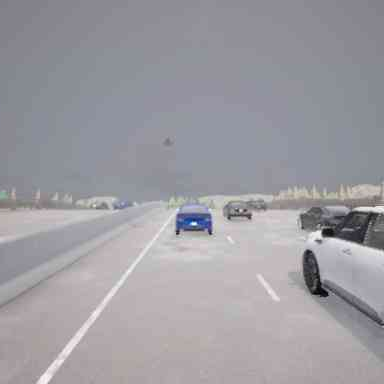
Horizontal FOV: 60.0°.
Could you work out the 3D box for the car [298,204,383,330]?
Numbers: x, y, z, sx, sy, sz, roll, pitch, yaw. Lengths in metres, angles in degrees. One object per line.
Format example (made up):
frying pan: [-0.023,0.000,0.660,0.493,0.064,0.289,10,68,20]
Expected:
car: [3.601,1.196,5.355,2.150,2.045,5.566,0,0,0]

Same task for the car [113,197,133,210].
car: [-10.521,1.831,51.060,2.150,2.045,5.566,0,-5,0]

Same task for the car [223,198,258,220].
car: [3.603,1.423,26.917,2.033,1.411,5.357,0,0,0]

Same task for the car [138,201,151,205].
car: [-7.029,2.064,50.429,1.837,1.490,4.892,0,-5,1]

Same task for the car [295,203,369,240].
car: [7.103,1.424,17.515,1.837,1.490,4.892,0,0,0]

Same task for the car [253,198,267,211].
car: [7.104,1.413,37.563,2.128,1.511,4.902,0,-1,0]

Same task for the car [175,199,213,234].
car: [0.103,1.391,18.598,1.882,1.535,5.008,0,0,0]

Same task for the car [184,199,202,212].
car: [0.105,1.483,37.555,1.994,1.385,4.181,0,-1,0]

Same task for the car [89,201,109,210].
car: [-14.029,2.051,50.428,2.128,1.511,4.902,0,-4,1]
